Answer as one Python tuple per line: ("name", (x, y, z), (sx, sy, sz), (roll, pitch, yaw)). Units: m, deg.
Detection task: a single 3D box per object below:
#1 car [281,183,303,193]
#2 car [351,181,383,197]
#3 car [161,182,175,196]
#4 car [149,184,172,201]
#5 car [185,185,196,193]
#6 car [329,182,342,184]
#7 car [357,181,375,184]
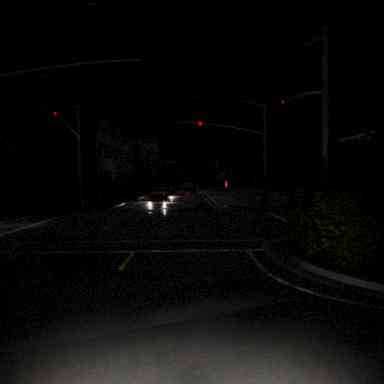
("car", (15.263, -0.538, 52.100), (2.007, 1.523, 4.514), (-1, 2, 0))
("car", (22.256, -0.468, 42.123), (1.932, 1.855, 4.605), (-1, 2, 0))
("car", (-3.746, -0.532, 50.091), (2.150, 2.045, 5.566), (-1, 2, 0))
("car", (-3.720, 0.147, 37.792), (1.882, 1.535, 5.008), (-1, 2, 0))
("car", (-0.177, -0.567, 58.719), (1.812, 1.442, 4.674), (-1, 2, 0))
("car", (25.301, -1.045, 59.514), (2.152, 1.636, 5.027), (-1, 2, 0))
("car", (19.012, -0.181, 34.242), (1.905, 1.878, 3.866), (-1, 2, 0))
